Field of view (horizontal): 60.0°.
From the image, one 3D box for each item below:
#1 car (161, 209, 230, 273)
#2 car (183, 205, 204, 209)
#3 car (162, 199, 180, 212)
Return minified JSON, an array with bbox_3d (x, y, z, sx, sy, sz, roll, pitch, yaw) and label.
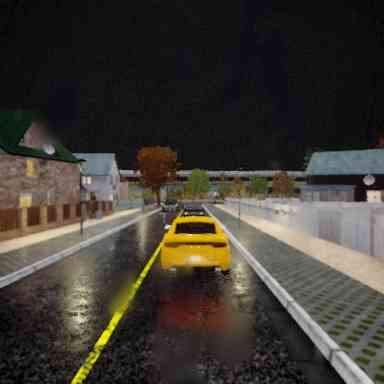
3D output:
[{"bbox_3d":[0.106,1.545,10.899,1.882,1.535,5.008,0,0,0],"label":"car"},{"bbox_3d":[0.147,1.793,29.355,1.895,1.301,4.718,0,0,0],"label":"car"},{"bbox_3d":[-2.688,1.642,43.174,2.097,1.767,4.553,0,0,0],"label":"car"}]
